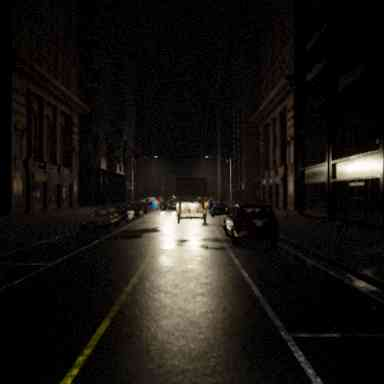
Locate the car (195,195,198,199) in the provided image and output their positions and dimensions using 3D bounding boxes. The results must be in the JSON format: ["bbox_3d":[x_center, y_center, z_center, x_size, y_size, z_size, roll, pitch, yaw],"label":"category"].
[{"bbox_3d":[2.697,2.163,94.684,1.967,1.590,4.097,0,0,0],"label":"car"}]

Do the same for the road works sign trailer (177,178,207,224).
[{"bbox_3d":[-0.018,0.654,26.252,2.380,3.560,2.880,0,0,0],"label":"road works sign trailer"}]

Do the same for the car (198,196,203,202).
[{"bbox_3d":[2.716,2.078,66.590,1.802,1.307,4.206,0,0,0],"label":"car"}]

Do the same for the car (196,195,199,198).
[{"bbox_3d":[2.701,2.222,89.065,1.887,1.381,4.507,0,0,0],"label":"car"}]

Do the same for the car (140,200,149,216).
[{"bbox_3d":[-5.785,1.783,32.862,1.887,1.381,4.507,0,0,0],"label":"car"}]

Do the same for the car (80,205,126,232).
[{"bbox_3d":[-5.777,1.679,21.455,1.752,1.417,4.829,0,0,0],"label":"car"}]

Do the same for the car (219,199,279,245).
[{"bbox_3d":[2.752,1.430,16.025,2.192,1.841,5.009,0,0,0],"label":"car"}]

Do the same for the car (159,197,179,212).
[{"bbox_3d":[-3.118,1.833,44.692,1.837,1.490,4.892,0,0,0],"label":"car"}]

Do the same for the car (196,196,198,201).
[{"bbox_3d":[2.705,2.197,83.446,1.947,1.339,4.313,0,0,0],"label":"car"}]

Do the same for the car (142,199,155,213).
[{"bbox_3d":[-5.789,1.826,38.480,1.887,1.381,4.507,0,0,0],"label":"car"}]

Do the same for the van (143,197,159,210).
[{"bbox_3d":[-5.793,1.665,44.100,1.690,1.788,3.998,0,0,0],"label":"van"}]

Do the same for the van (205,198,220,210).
[{"bbox_3d":[2.736,1.623,38.499,1.690,1.788,3.998,0,0,0],"label":"van"}]

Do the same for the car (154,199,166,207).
[{"bbox_3d":[-5.804,1.976,60.784,1.752,1.417,4.829,0,0,0],"label":"car"}]

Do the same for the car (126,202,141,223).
[{"bbox_3d":[-5.782,1.747,27.250,2.008,1.369,4.403,0,0,0],"label":"car"}]

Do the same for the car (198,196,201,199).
[{"bbox_3d":[2.712,2.067,72.379,1.752,1.417,4.829,0,0,0],"label":"car"}]

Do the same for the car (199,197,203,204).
[{"bbox_3d":[2.720,2.035,60.972,1.802,1.307,4.206,0,0,0],"label":"car"}]

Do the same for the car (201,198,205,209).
[{"bbox_3d":[2.728,1.894,49.905,1.752,1.417,4.829,0,0,0],"label":"car"}]

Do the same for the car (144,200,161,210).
[{"bbox_3d":[-5.797,1.918,49.716,2.008,1.369,4.403,0,0,0],"label":"car"}]

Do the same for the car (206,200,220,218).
[{"bbox_3d":[2.740,1.790,32.879,2.008,1.369,4.403,0,0,0],"label":"car"}]

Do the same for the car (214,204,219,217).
[{"bbox_3d":[2.747,1.706,21.642,2.008,1.369,4.403,0,0,0],"label":"car"}]
